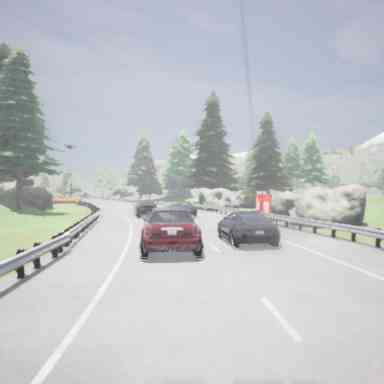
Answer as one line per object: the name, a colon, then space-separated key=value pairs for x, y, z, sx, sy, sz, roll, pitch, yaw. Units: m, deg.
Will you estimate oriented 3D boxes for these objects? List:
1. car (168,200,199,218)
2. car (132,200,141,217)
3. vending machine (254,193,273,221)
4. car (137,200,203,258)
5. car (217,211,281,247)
car: x=-0.889 y=1.550 z=31.318 sx=1.994 sy=1.385 sz=4.181 roll=0 pitch=0 yaw=-15
car: x=-4.354 y=1.500 z=30.792 sx=1.837 sy=1.490 sz=4.892 roll=0 pitch=0 yaw=-15
vending machine: x=5.519 y=1.168 z=25.691 sx=1.100 sy=2.100 sz=0.880 roll=0 pitch=0 yaw=-12
car: x=-0.881 y=1.346 z=12.960 sx=2.097 sy=1.767 sz=4.553 roll=0 pitch=0 yaw=-6
car: x=2.407 y=1.550 z=15.000 sx=1.994 sy=1.385 sz=4.181 roll=0 pitch=0 yaw=-7
